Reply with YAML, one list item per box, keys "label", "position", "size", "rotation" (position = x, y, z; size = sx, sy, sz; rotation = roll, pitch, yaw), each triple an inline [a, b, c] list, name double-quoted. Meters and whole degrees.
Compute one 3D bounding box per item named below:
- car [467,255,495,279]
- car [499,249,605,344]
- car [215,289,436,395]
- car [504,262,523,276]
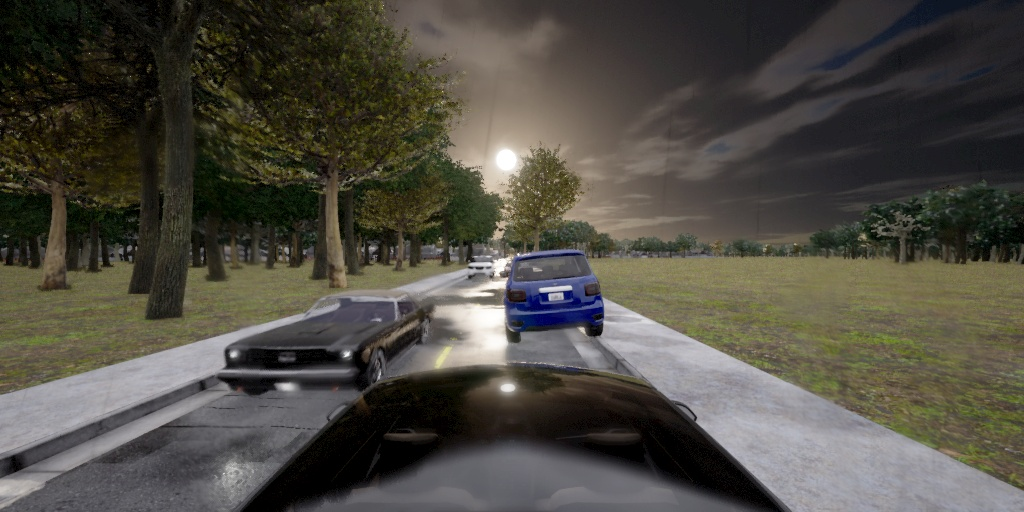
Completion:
- label: "car"
  position: [-2.713, 0.972, 32.599]
  size: [2.150, 2.045, 5.566]
  rotation: [0, 0, 0]
- label: "car"
  position: [0.882, 0.897, 9.771]
  size: [2.150, 2.045, 5.566]
  rotation: [-5, 0, 0]
- label: "car"
  position: [-2.843, 1.351, 6.746]
  size: [1.895, 1.301, 4.718]
  rotation: [0, 0, 0]
- label: "car"
  position: [0.121, 1.352, 38.265]
  size: [1.895, 1.301, 4.718]
  rotation: [0, 0, 0]
